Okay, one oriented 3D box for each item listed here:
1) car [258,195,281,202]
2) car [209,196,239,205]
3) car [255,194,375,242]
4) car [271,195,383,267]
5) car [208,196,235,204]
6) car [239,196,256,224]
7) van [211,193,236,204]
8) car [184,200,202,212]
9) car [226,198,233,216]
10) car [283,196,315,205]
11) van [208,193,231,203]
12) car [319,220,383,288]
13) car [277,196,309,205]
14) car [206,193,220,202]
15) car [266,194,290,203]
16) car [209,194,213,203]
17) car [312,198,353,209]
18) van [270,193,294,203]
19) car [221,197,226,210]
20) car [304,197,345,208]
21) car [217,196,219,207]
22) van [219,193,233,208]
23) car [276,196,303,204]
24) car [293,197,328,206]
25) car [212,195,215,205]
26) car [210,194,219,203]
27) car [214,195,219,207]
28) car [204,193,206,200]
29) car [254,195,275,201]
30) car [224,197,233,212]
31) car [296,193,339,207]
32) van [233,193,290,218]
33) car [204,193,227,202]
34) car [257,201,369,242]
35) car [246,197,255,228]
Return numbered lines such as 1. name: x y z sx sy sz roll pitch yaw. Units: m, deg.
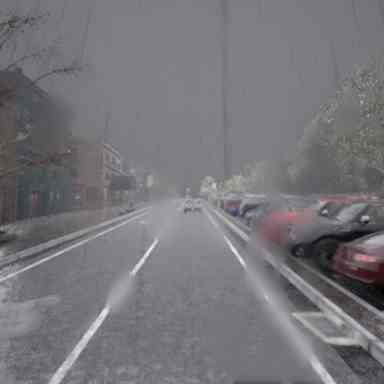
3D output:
1. car: 18.680 1.553 80.448 5.008 1.535 2.097 0 0 0
2. car: 5.600 1.473 58.035 5.008 1.535 2.097 0 0 0
3. car: 5.638 1.225 13.186 5.566 2.045 2.435 0 0 0
4. car: 5.642 1.228 10.383 5.566 2.045 2.435 0 0 0
5. car: 5.593 1.488 63.642 4.892 1.521 2.231 0 0 0
6. car: 5.686 1.344 21.596 4.553 1.767 2.185 0 0 0
7. van: 5.718 1.254 60.840 4.442 1.987 1.878 0 0 0
8. car: 0.099 1.585 38.011 1.895 1.301 4.718 0 0 0
9. car: 5.642 1.464 27.202 5.008 1.535 2.097 0 0 0
10. car: 18.679 1.474 58.169 5.008 1.535 2.097 0 0 0
11. van: 5.480 1.268 66.446 4.442 1.987 1.878 0 0 0
12. car: 5.671 1.522 7.580 4.674 1.452 2.002 0 0 0
13. car: 18.496 1.478 60.955 5.366 1.575 1.946 0 0 0
14. car: 5.637 1.216 55.232 5.566 2.045 2.435 0 0 0
15. car: 18.642 1.384 72.093 4.553 1.767 2.185 0 0 0
16. car: 5.608 1.461 52.424 4.892 1.521 2.231 0 0 0
17. car: 18.701 1.492 44.368 4.674 1.452 2.002 0 0 0
18. van: 18.790 1.274 69.313 4.442 1.987 1.878 0 0 0
19. car: 5.611 1.489 32.809 4.792 1.488 2.163 0 0 0
20. car: 18.695 1.454 47.029 5.008 1.535 2.097 0 0 0
21. car: 5.661 1.485 38.416 4.792 1.488 2.163 0 0 0
22. van: 5.519 1.232 35.612 4.442 1.987 1.878 0 0 0
23. car: 18.676 1.527 63.740 4.674 1.452 2.002 0 0 0
24. car: 18.721 1.491 52.599 4.792 1.488 2.163 0 0 0
25. car: 5.619 1.451 44.019 5.008 1.535 2.097 0 0 0
26. car: 5.587 1.485 49.627 4.792 1.488 2.163 0 0 0
27. car: 5.814 1.450 41.219 5.366 1.575 1.946 0 0 0
28. car: 5.622 1.259 72.051 5.566 2.045 2.435 0 0 0
29. car: 18.673 1.600 86.016 5.008 1.535 2.097 0 -1 0
30. car: 5.614 1.492 30.006 4.792 1.488 2.163 0 0 0
31. car: 18.668 1.205 49.816 5.566 2.045 2.435 0 0 0
32. van: 5.534 1.241 24.399 4.442 1.987 1.878 0 0 0
33. car: 5.624 1.303 80.462 5.566 2.045 2.435 0 0 0
34. car: 5.631 1.349 15.989 4.553 1.767 2.185 0 0 0
35. car: 5.627 1.346 18.793 4.553 1.767 2.185 0 0 0
